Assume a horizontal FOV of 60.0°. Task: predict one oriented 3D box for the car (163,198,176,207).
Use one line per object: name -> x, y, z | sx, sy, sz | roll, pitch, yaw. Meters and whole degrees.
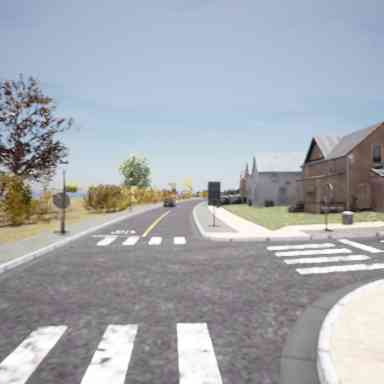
car -> -3.904, 1.899, 58.059 | 1.837, 1.490, 4.892 | 0, -1, 3
